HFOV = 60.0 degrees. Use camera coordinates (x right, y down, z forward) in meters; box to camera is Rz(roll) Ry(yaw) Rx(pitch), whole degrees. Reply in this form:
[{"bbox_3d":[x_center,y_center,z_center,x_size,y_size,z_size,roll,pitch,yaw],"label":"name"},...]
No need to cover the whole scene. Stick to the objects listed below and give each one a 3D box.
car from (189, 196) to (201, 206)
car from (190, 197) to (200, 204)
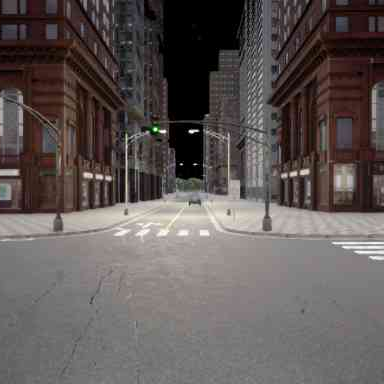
[{"bbox_3d":[0.501,1.381,56.295,2.097,1.767,4.553,0,0,1],"label":"car"},{"bbox_3d":[0.658,1.637,66.360,1.895,1.301,4.718,0,0,1],"label":"car"}]
